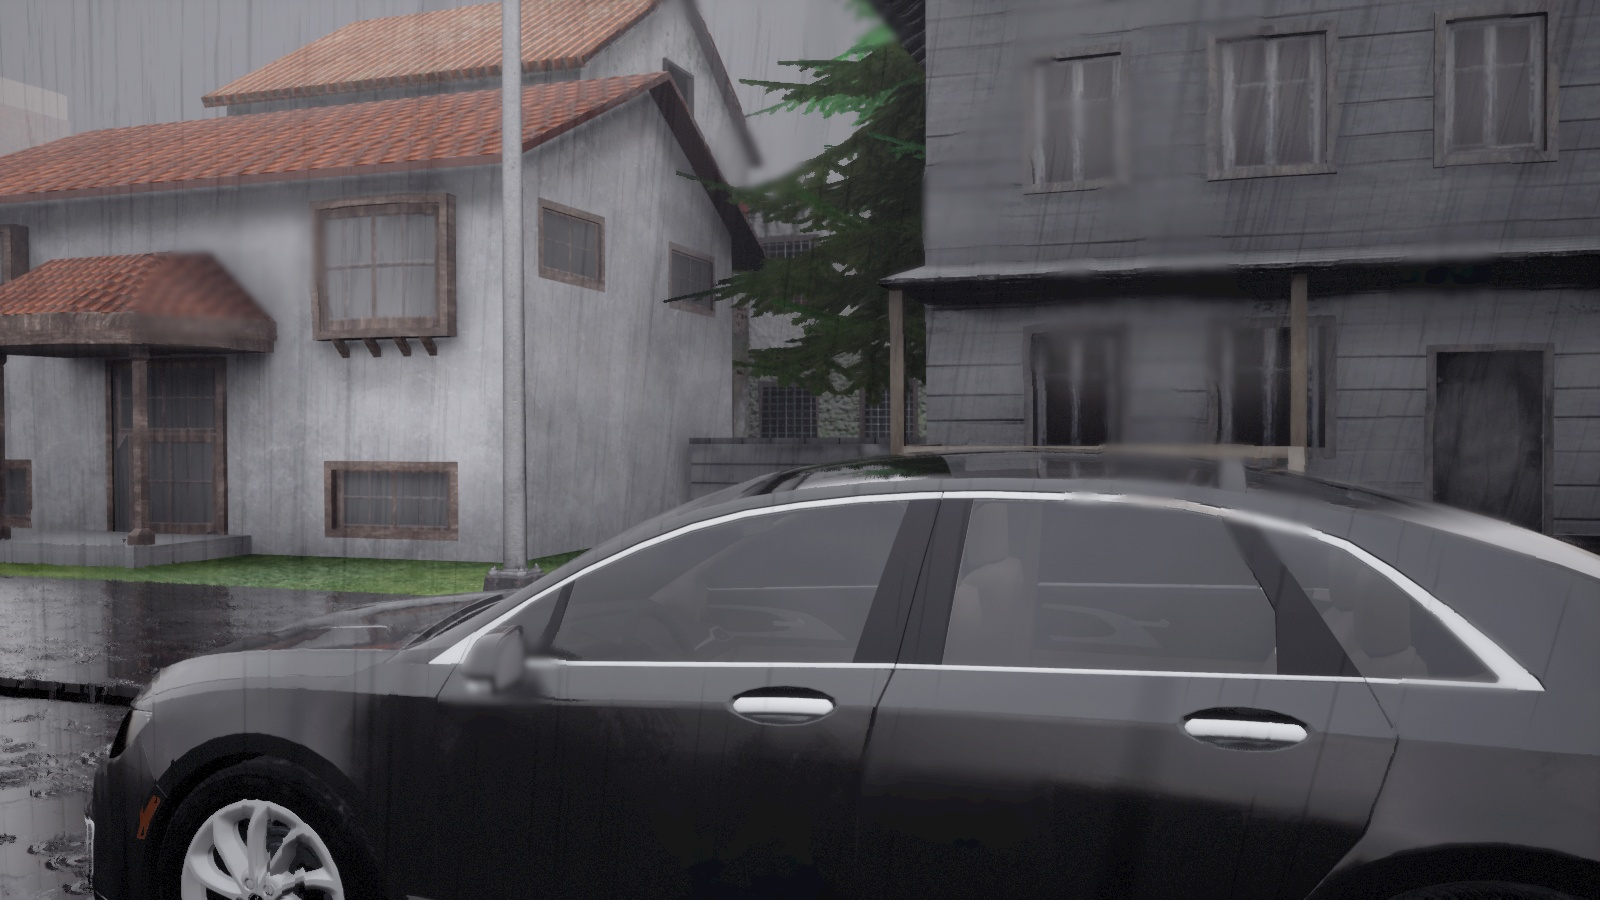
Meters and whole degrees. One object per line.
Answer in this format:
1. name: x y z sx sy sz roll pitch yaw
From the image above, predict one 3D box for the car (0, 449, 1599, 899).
1. car: 0.277 0.774 3.629 4.892 1.490 1.837 1 1 19
